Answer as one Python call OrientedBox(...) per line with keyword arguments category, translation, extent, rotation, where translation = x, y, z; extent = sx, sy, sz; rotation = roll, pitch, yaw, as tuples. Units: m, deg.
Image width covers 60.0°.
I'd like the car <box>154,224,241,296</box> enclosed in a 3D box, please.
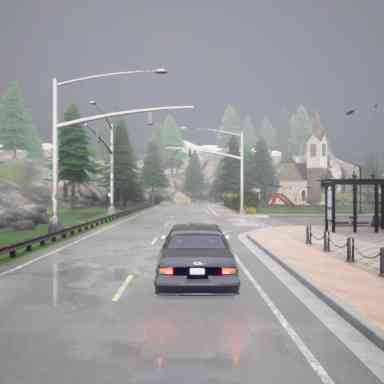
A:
OrientedBox(category="car", translation=(0.100, 1.547, 8.804), extent=(2.033, 1.411, 5.357), rotation=(0, 0, 0))
